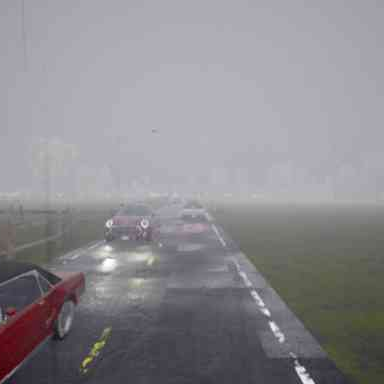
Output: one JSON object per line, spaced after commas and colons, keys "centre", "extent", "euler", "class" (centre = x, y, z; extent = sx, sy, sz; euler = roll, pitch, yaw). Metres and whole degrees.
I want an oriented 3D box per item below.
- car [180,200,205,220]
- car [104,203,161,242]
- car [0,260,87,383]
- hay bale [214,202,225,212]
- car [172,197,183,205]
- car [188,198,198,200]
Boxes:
{"centre": [0.136, 1.658, 28.869], "extent": [1.895, 1.301, 4.718], "euler": [0, 0, 0], "class": "car"}
{"centre": [-2.798, 1.382, 16.485], "extent": [2.097, 1.767, 4.553], "euler": [0, 0, 2], "class": "car"}
{"centre": [-2.845, 1.606, 3.802], "extent": [1.895, 1.301, 4.718], "euler": [0, 0, 0], "class": "car"}
{"centre": [3.216, 1.730, 38.804], "extent": [1.220, 1.180, 1.240], "euler": [1, 0, 0], "class": "hay bale"}
{"centre": [-2.637, 1.630, 61.251], "extent": [2.033, 1.411, 5.357], "euler": [0, 0, 1], "class": "car"}
{"centre": [0.178, 1.583, 44.502], "extent": [1.837, 1.490, 4.892], "euler": [0, 0, 0], "class": "car"}
